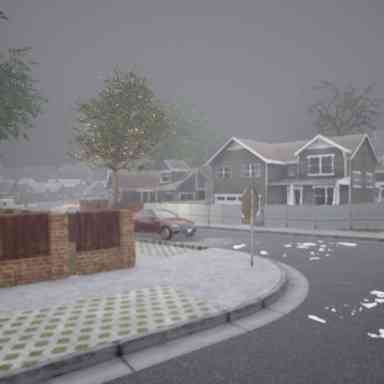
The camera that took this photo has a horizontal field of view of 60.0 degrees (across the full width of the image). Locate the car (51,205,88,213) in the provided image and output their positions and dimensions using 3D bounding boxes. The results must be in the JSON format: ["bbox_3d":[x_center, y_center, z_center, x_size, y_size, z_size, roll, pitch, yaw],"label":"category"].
[{"bbox_3d":[-9.195,1.733,25.423,1.882,1.535,5.008,0,-1,-41],"label":"car"}]

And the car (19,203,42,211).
[{"bbox_3d":[-17.774,1.959,36.503,1.812,1.442,4.674,0,0,-34],"label":"car"}]

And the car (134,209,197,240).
[{"bbox_3d":[-1.819,1.645,17.869,4.674,1.442,1.812,-1,-1,43],"label":"car"}]
